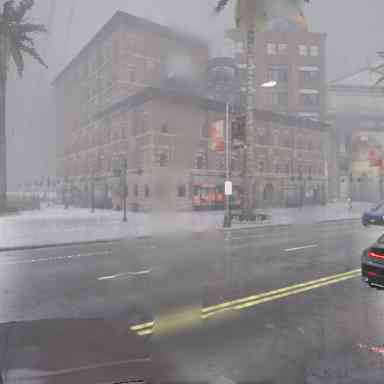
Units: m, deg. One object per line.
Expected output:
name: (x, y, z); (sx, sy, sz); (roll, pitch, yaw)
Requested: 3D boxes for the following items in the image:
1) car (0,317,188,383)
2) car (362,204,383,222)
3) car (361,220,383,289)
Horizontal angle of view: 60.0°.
car: (-2.554, 1.548, 1.891); (5.357, 1.411, 2.033); (0, 0, -36)
car: (13.015, 1.481, 21.638); (5.008, 1.535, 1.882); (0, 0, -35)
car: (5.939, 1.505, 7.927); (4.892, 1.490, 1.837); (0, 0, -35)
